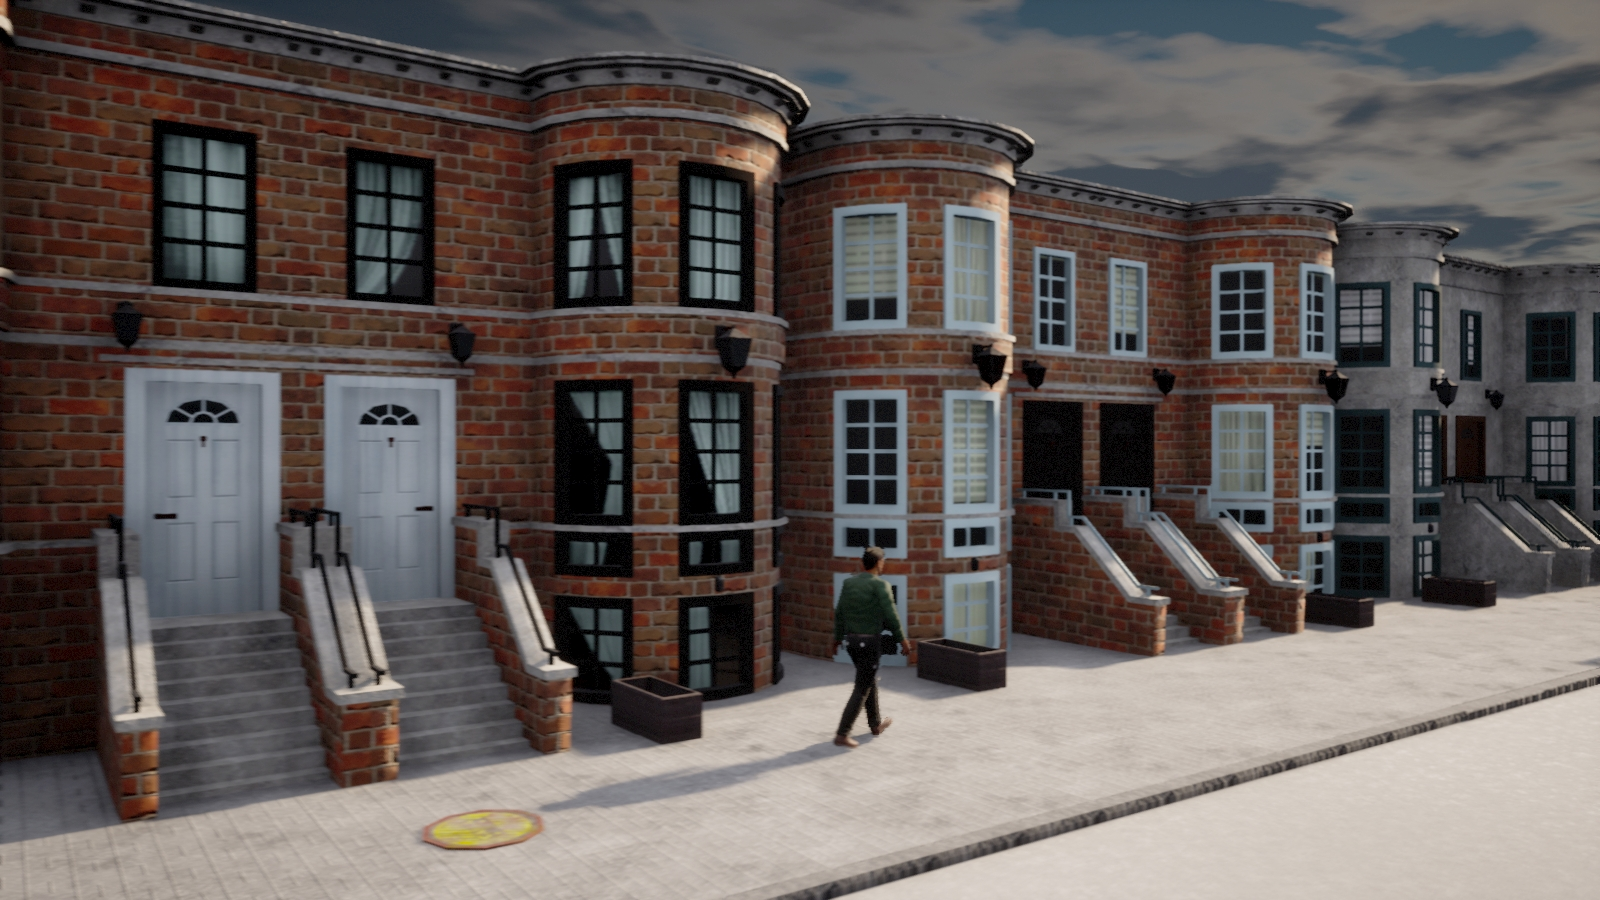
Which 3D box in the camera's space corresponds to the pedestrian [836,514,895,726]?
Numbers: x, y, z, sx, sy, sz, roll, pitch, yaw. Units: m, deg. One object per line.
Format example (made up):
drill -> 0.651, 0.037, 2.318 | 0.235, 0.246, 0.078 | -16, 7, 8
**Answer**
pedestrian -> 0.596, 1.524, 10.409 | 0.375, 1.860, 0.375 | 0, 0, -44
